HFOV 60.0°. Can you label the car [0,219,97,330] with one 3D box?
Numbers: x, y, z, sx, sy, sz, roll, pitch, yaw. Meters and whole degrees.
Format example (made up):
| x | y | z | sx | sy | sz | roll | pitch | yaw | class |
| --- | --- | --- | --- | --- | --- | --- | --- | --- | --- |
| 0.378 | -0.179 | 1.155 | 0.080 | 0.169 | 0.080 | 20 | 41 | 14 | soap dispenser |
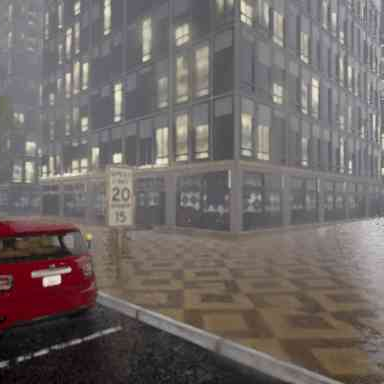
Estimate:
| x | y | z | sx | sy | sz | roll | pitch | yaw | class |
| --- | --- | --- | --- | --- | --- | --- | --- | --- | --- |
| -3.846 | 1.472 | 6.757 | 5.009 | 1.841 | 2.192 | -1 | -2 | 44 | car |
